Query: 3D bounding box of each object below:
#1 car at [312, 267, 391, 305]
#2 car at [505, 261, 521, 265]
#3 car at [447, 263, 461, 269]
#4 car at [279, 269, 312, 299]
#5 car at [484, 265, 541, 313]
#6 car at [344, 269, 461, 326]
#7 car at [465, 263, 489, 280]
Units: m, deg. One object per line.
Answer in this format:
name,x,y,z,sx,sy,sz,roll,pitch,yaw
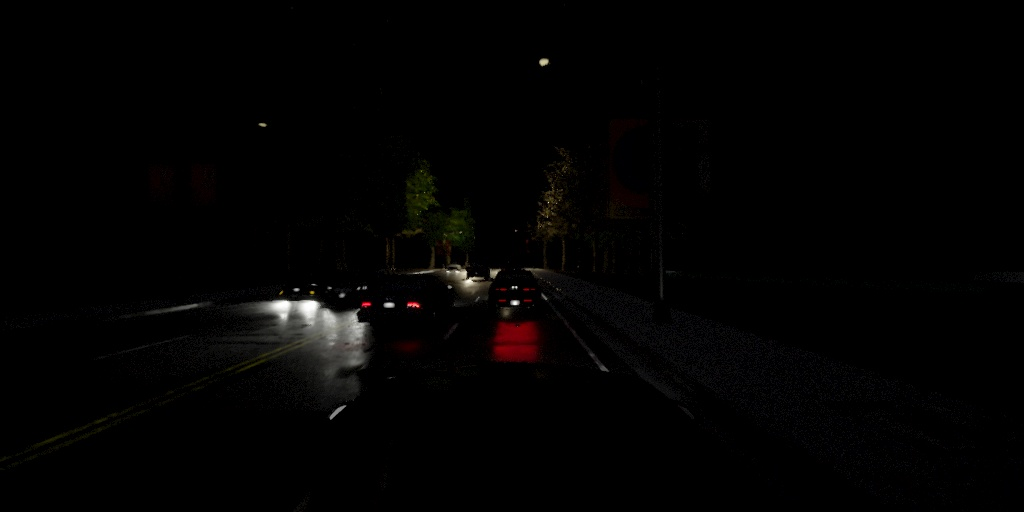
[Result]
car,-6.600,1.280,16.385,2.128,1.511,4.902,0,0,0
car,0.097,1.256,32.147,2.097,1.767,4.553,0,-1,0
car,-9.792,1.828,60.822,1.812,1.442,4.674,0,-1,1
car,-9.850,1.363,18.378,1.994,1.385,4.181,0,0,0
car,0.099,1.282,14.102,1.837,1.490,4.892,0,0,0
car,-3.151,1.316,11.707,2.033,1.411,5.357,0,0,0
car,-3.153,1.402,34.192,1.882,1.535,5.008,0,-1,0
